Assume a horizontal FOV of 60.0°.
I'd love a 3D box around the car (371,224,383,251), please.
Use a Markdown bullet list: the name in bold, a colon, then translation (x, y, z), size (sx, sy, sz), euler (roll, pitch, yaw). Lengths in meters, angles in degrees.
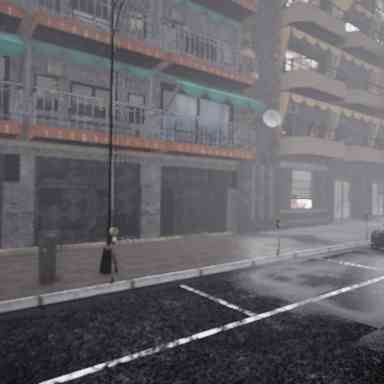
- **car**: translation (8.570, 1.535, 12.658), size (4.313, 1.339, 1.947), euler (0, 1, -35)
